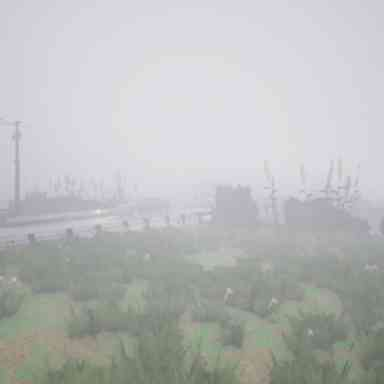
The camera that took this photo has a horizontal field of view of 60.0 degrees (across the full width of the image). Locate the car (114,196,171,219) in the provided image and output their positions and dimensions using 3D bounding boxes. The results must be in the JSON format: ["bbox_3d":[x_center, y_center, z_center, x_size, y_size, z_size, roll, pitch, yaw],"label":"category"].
[{"bbox_3d":[-3.749,1.129,25.617,1.837,1.490,4.892,0,3,41],"label":"car"}]

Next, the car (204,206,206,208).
[{"bbox_3d":[3.105,0.848,33.273,1.812,1.442,4.674,0,1,43],"label":"car"}]
